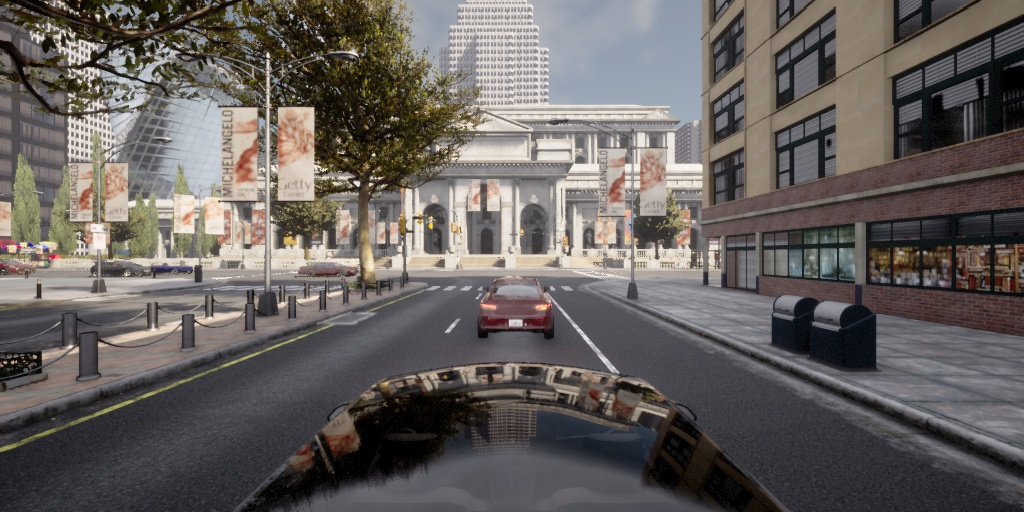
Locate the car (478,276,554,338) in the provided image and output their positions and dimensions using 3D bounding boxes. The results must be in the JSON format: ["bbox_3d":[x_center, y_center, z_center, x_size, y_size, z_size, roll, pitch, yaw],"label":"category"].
[{"bbox_3d":[0.118,1.276,10.021,1.812,1.442,4.674,0,0,1],"label":"car"}]

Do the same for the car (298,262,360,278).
[{"bbox_3d":[-17.279,1.297,34.027,5.357,1.411,2.033,0,0,1],"label":"car"}]

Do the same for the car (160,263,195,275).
[{"bbox_3d":[-36.196,1.351,37.741,4.718,1.301,1.895,0,0,1],"label":"car"}]

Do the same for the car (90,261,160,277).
[{"bbox_3d":[-37.191,1.254,34.243,4.892,1.490,1.837,0,0,0],"label":"car"}]
